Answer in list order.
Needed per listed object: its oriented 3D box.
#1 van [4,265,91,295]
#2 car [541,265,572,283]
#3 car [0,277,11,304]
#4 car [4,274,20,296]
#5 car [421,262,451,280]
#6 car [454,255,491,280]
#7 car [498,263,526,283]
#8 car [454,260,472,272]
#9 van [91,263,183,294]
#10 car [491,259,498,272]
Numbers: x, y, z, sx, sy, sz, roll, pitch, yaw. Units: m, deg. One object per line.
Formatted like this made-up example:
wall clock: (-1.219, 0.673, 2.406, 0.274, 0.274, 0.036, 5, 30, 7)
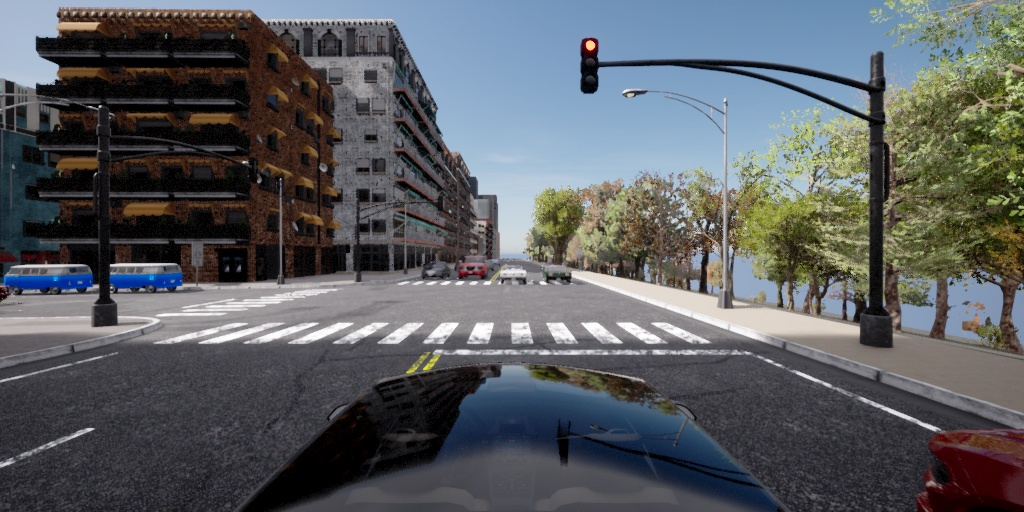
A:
van: (-28.302, 1.424, 21.953, 3.998, 1.789, 1.690, 0, 0, -1)
car: (3.372, 1.351, 27.956, 1.895, 1.301, 4.718, 0, 0, 0)
car: (-22.621, 1.623, 13.678, 4.207, 1.307, 1.802, 0, 0, -1)
car: (-26.041, 1.677, 16.189, 4.718, 1.301, 1.895, -1, 0, -1)
car: (-6.573, 1.243, 31.464, 2.128, 1.511, 4.902, 0, 0, 0)
car: (-3.325, 0.973, 31.444, 2.150, 2.045, 5.566, 0, 0, 0)
car: (0.119, 1.351, 27.982, 1.895, 1.301, 4.718, 0, 0, 0)
car: (-6.552, 1.284, 48.457, 1.812, 1.442, 4.674, 0, 0, 0)
van: (-22.701, 1.350, 22.024, 3.998, 1.789, 1.690, 0, 0, -1)
car: (-3.305, 1.248, 46.854, 2.128, 1.511, 4.902, 0, 0, 0)
